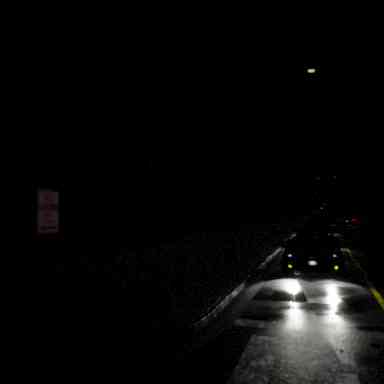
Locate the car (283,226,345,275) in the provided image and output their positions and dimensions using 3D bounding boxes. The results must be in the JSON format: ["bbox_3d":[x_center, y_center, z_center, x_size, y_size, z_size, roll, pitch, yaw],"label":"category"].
[{"bbox_3d":[4.645,2.225,12.751,1.994,1.385,4.181,-3,-4,21],"label":"car"}]

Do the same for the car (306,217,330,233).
[{"bbox_3d":[12.496,3.238,32.981,1.994,1.385,4.181,-3,-4,21],"label":"car"}]

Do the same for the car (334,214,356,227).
[{"bbox_3d":[19.137,3.555,41.320,1.994,1.385,4.181,-3,-4,21],"label":"car"}]

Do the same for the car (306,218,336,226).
[{"bbox_3d":[8.231,2.686,22.004,1.994,1.385,4.181,-3,-4,21],"label":"car"}]
